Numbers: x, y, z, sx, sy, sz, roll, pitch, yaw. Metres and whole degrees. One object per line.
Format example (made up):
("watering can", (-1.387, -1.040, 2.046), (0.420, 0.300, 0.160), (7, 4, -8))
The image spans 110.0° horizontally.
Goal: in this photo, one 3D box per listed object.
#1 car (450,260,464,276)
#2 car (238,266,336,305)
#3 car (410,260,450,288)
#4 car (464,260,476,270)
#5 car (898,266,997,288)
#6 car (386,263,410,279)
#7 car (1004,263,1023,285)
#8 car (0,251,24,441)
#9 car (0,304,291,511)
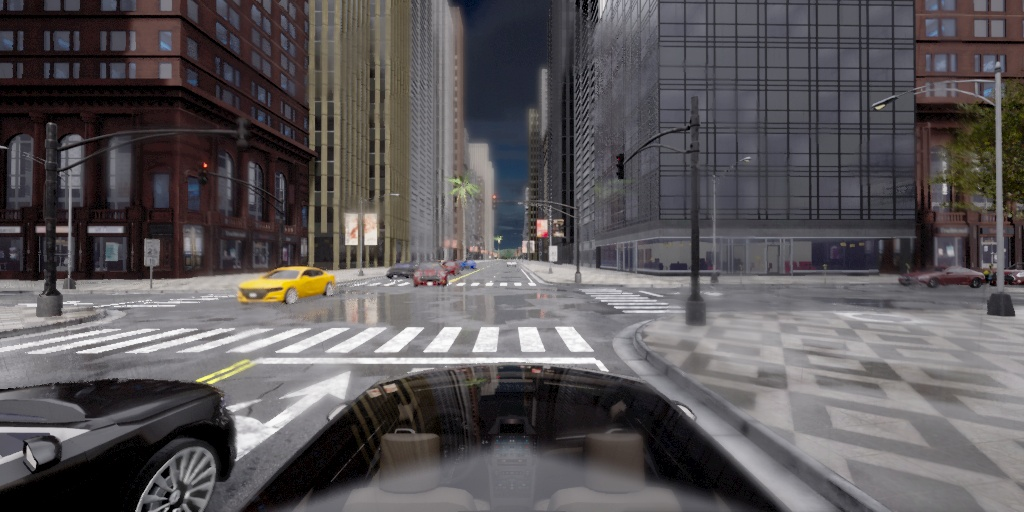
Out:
("car", (-6.668, 1.305, 38.119), (1.882, 1.535, 5.008), (0, 0, 0))
("car", (-9.882, 1.244, 16.190), (1.882, 1.535, 5.008), (0, 0, 0))
("car", (-5.591, 1.141, 24.375), (2.097, 1.767, 4.553), (0, 0, -14))
("car", (-6.689, 1.372, 55.954), (1.882, 1.535, 5.008), (0, -1, 0))
("car", (26.426, 1.276, 22.052), (4.207, 1.307, 1.802), (0, 0, -1))
("car", (-9.908, 1.360, 33.105), (2.033, 1.411, 5.357), (0, 0, 0))
("car", (32.064, 1.118, 22.151), (4.097, 1.591, 1.967), (0, 0, -1))
("car", (-6.599, 0.971, 1.274), (2.150, 2.045, 5.566), (0, 0, 0))
("car", (-3.138, 1.241, 0.952), (2.128, 1.511, 4.902), (0, 0, -1))
